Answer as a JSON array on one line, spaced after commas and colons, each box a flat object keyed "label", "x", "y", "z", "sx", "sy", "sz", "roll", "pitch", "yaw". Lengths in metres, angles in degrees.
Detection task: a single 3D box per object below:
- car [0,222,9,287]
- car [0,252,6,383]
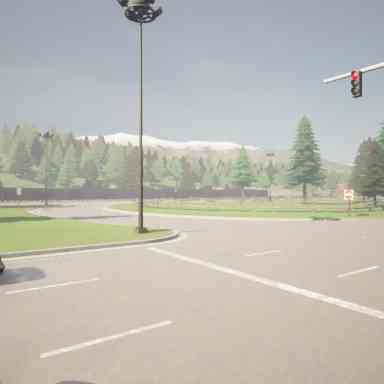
[{"label": "car", "x": -7.162, "y": 1.547, "z": 7.234, "sx": 5.357, "sy": 1.411, "sz": 2.033, "roll": 0, "pitch": 0, "yaw": -35}, {"label": "car", "x": -3.314, "y": 1.352, "z": 1.380, "sx": 4.553, "sy": 1.767, "sz": 2.097, "roll": 0, "pitch": 0, "yaw": -36}]
